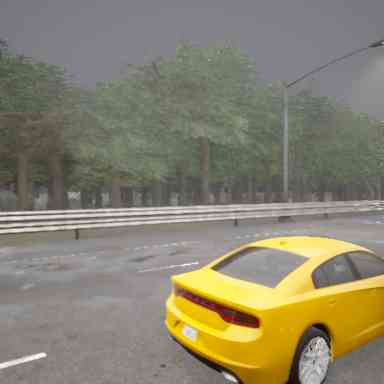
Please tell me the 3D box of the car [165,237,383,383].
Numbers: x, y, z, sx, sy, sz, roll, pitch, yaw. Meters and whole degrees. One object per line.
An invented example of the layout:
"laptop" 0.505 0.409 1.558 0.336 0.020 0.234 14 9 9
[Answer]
"car" 1.984 1.470 5.283 5.008 1.535 1.882 0 0 -36
